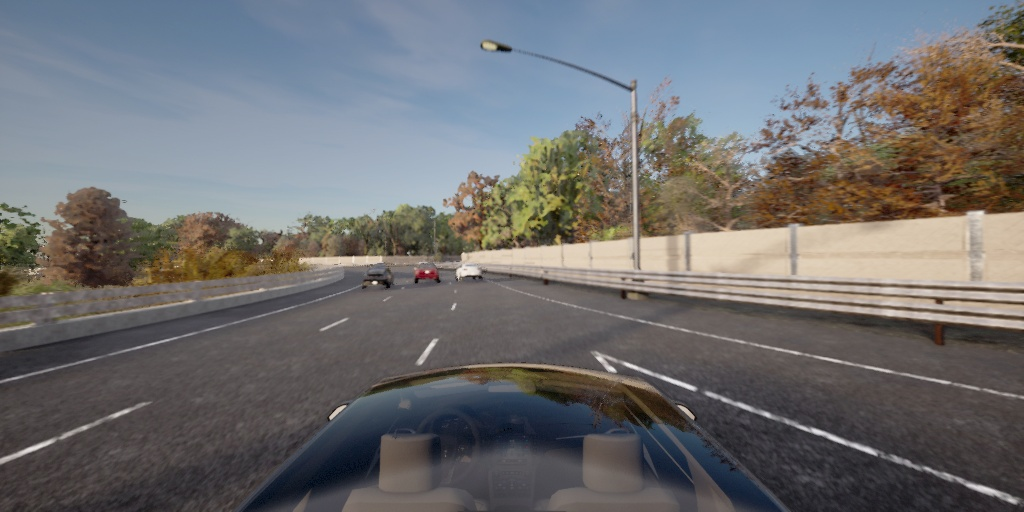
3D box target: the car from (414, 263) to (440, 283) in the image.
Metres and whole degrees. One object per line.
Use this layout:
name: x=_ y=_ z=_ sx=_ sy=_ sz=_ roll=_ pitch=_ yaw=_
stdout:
car: x=-7.810 y=1.424 z=32.743 sx=2.097 sy=1.767 sz=4.553 roll=-1 pitch=0 yaw=-15

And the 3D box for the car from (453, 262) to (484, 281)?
car: x=-3.966 y=1.421 z=32.155 sx=1.812 sy=1.442 sz=4.674 roll=-2 pitch=-4 yaw=-17

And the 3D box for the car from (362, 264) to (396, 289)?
car: x=-9.756 y=1.567 z=26.471 sx=1.837 sy=1.490 sz=4.892 roll=0 pitch=0 yaw=-13
